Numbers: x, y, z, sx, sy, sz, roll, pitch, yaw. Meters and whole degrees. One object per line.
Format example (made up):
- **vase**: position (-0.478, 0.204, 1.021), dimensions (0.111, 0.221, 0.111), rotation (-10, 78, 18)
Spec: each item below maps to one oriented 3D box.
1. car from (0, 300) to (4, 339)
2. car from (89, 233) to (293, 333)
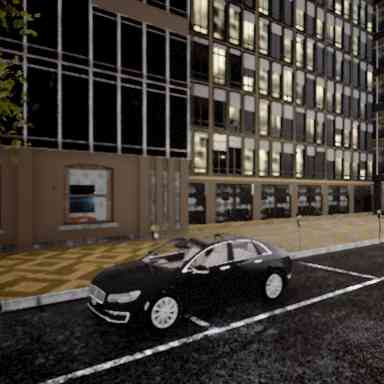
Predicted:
- **car**: position (-4.446, 1.551, 3.388), dimensions (4.403, 1.369, 2.008), rotation (0, 0, -36)
- **car**: position (0.187, 1.551, 6.696), dimensions (4.403, 1.369, 2.008), rotation (0, 0, -36)
